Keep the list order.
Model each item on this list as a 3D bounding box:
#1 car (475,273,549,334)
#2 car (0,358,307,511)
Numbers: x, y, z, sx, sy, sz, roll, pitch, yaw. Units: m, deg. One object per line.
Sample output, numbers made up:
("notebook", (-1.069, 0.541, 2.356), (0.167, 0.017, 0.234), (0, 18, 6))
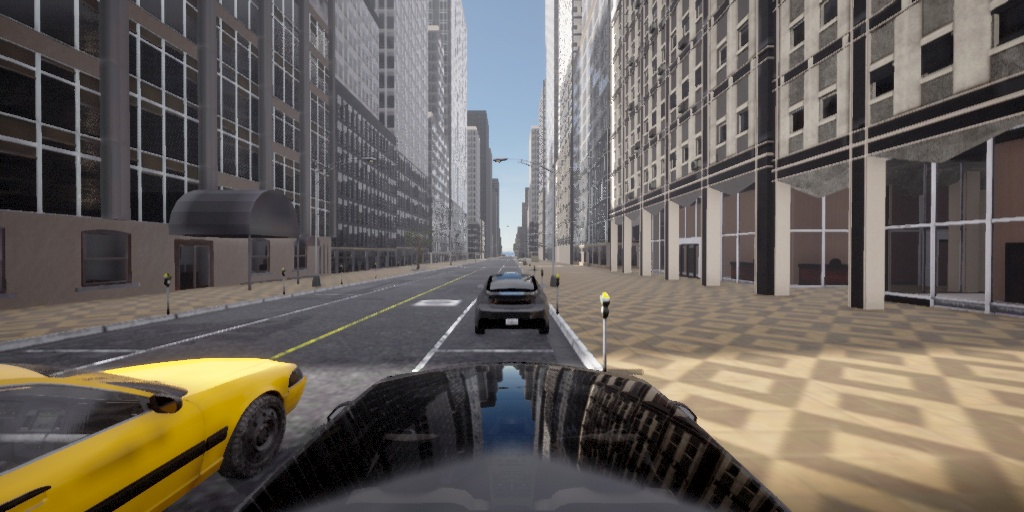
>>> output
("car", (-0.001, 1.240, 10.501), (1.837, 1.490, 4.892), (0, 0, 0))
("car", (-3.146, 1.200, 1.691), (1.801, 1.575, 5.366), (0, 0, 0))
